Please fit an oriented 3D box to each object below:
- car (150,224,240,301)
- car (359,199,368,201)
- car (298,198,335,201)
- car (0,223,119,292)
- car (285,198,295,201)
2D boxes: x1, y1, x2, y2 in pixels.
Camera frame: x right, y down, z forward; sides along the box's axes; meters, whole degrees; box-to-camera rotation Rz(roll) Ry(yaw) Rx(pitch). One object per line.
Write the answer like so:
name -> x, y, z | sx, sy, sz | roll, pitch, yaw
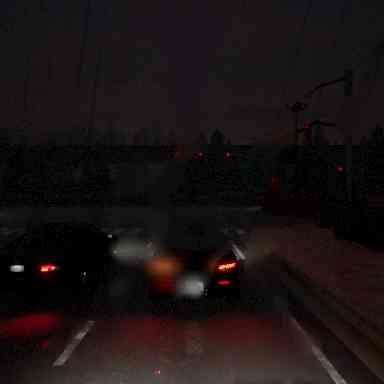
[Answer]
car -> 0.071, 1.526, 8.207 | 1.812, 1.442, 4.674 | 0, 0, 0
car -> 23.225, 1.601, 46.793 | 4.718, 1.301, 1.895 | 0, 0, 0
car -> 16.916, 1.491, 43.320 | 4.902, 1.511, 2.128 | 0, 0, 0
car -> -3.421, 1.547, 9.028 | 2.033, 1.411, 5.357 | 0, 0, 0
car -> 14.117, 1.526, 46.834 | 4.674, 1.442, 1.812 | 0, 0, 2
